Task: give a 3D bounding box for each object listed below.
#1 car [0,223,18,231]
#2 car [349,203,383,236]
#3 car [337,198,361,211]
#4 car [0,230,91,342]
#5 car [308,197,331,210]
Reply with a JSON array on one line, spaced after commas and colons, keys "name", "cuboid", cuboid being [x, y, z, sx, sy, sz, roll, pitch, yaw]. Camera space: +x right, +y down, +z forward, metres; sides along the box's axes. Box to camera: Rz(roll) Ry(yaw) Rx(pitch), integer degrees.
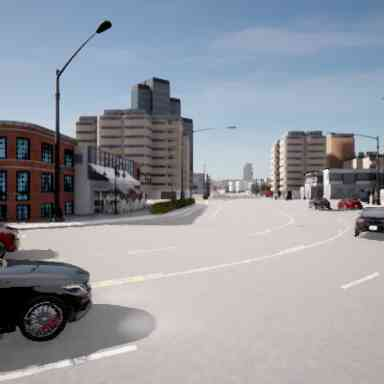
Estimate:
[{"name": "car", "cuboid": [-8.067, 1.546, 11.127, 4.181, 1.385, 1.994, 0, 0, -25]}, {"name": "car", "cuboid": [9.682, 1.503, 17.388, 1.812, 1.442, 4.674, 0, 0, 33]}, {"name": "car", "cuboid": [19.206, 1.474, 40.619, 1.812, 1.442, 4.674, 0, 0, 7]}, {"name": "car", "cuboid": [-3.985, 1.517, 5.116, 4.674, 1.442, 1.812, 0, 0, -24]}, {"name": "car", "cuboid": [15.772, 1.451, 41.312, 1.837, 1.490, 4.892, 0, 0, 7]}]
